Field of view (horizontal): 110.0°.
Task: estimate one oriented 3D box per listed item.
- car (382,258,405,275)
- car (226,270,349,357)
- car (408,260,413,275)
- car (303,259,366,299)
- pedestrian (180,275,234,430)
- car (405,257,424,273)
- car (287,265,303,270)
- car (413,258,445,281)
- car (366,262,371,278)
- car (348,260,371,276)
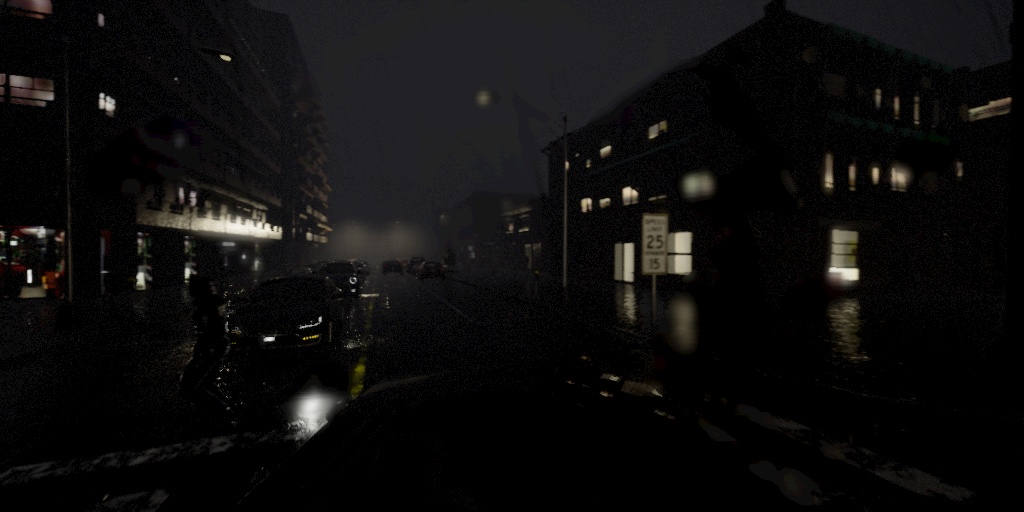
[{"bbox_3d":[-12.960,1.166,38.798,1.882,1.535,5.008,0,-1,-20],"label":"car"},{"bbox_3d":[-5.310,1.273,8.876,1.837,1.490,4.892,0,0,-20],"label":"car"},{"bbox_3d":[-8.784,1.282,34.970,1.802,1.307,4.207,0,0,-20],"label":"car"},{"bbox_3d":[-8.586,1.095,17.739,2.097,1.767,4.553,0,0,-20],"label":"car"},{"bbox_3d":[-3.546,1.076,4.192,0.375,1.860,0.375,-1,1,-20],"label":"pedestrian"},{"bbox_3d":[-10.753,1.000,40.295,2.192,1.841,5.009,0,0,-20],"label":"car"},{"bbox_3d":[-12.727,1.256,21.255,1.751,1.417,4.829,0,0,-20],"label":"car"},{"bbox_3d":[-6.796,1.154,29.654,1.967,1.591,4.097,0,0,-20],"label":"car"},{"bbox_3d":[-12.077,1.209,27.205,2.128,1.511,4.902,0,0,-20],"label":"car"},{"bbox_3d":[-15.593,1.217,36.839,1.812,1.442,4.674,0,0,-20],"label":"car"}]
